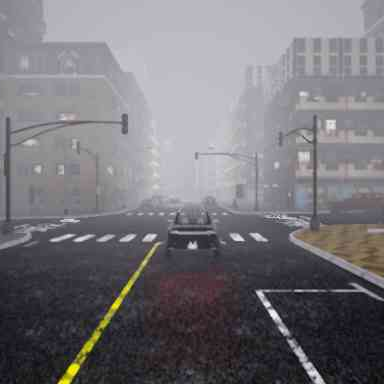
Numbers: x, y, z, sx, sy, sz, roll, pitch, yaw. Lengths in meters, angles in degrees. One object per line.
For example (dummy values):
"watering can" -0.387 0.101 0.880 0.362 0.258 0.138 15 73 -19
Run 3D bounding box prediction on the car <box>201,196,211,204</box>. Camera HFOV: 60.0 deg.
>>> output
"car" 2.673 1.554 65.831 1.802 1.307 4.206 0 0 0

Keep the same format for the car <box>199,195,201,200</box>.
"car" 2.675 1.414 54.466 1.967 1.590 4.097 0 0 0

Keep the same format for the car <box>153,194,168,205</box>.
"car" -5.706 1.288 54.462 2.192 1.841 5.009 0 0 0

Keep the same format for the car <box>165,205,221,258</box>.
"car" 0.035 1.482 12.740 2.128 1.511 4.902 0 0 0

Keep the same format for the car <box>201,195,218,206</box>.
"car" 2.676 1.415 48.784 1.967 1.590 4.097 0 0 0

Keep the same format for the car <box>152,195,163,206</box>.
"car" -5.704 1.500 48.610 1.752 1.417 4.829 0 0 0

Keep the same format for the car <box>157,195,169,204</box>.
"car" -5.708 1.412 65.828 1.967 1.590 4.097 0 0 0

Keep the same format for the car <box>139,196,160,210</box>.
"car" -5.702 1.542 43.097 1.947 1.339 4.313 0 0 0

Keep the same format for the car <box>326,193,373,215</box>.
"car" 14.551 0.990 29.418 5.009 1.841 2.192 -1 1 0

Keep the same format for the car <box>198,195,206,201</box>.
"car" 2.666 1.525 88.561 2.008 1.369 4.403 0 0 0

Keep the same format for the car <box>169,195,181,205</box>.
"car" -3.054 1.573 60.628 1.895 1.301 4.718 0 0 1

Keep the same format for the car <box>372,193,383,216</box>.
"car" 14.688 1.011 21.040 5.009 1.841 2.192 -1 1 0

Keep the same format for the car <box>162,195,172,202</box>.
"car" -5.711 1.412 77.193 1.967 1.590 4.097 0 0 0

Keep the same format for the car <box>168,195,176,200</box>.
"car" -5.715 1.526 94.239 2.008 1.369 4.403 0 0 0
